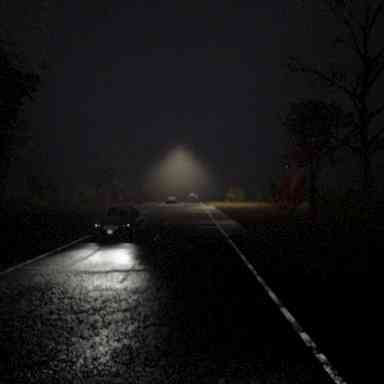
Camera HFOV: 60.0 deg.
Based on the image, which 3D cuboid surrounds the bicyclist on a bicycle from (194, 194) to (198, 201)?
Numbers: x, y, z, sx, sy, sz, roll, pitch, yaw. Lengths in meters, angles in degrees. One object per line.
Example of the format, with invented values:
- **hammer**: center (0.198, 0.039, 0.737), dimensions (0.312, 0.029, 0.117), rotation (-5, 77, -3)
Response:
- **bicyclist on a bicycle**: center (0.947, 1.290, 78.955), dimensions (0.866, 1.612, 1.509), rotation (0, 2, 0)

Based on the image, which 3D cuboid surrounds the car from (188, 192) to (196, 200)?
- **car**: center (0.004, 1.377, 86.393), dimensions (1.895, 1.301, 4.718), rotation (0, 0, 0)

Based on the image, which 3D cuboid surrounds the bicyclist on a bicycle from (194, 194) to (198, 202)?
- **bicyclist on a bicycle**: center (0.943, 1.318, 70.706), dimensions (0.866, 1.612, 1.509), rotation (0, 0, 0)

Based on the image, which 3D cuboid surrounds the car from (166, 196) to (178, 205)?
- **car**: center (-3.539, 1.463, 58.924), dimensions (2.033, 1.411, 5.357), rotation (0, 0, 1)

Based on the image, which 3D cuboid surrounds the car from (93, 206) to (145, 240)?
- **car**: center (-3.599, 1.482, 17.024), dimensions (2.128, 1.511, 4.902), rotation (0, 0, 0)
